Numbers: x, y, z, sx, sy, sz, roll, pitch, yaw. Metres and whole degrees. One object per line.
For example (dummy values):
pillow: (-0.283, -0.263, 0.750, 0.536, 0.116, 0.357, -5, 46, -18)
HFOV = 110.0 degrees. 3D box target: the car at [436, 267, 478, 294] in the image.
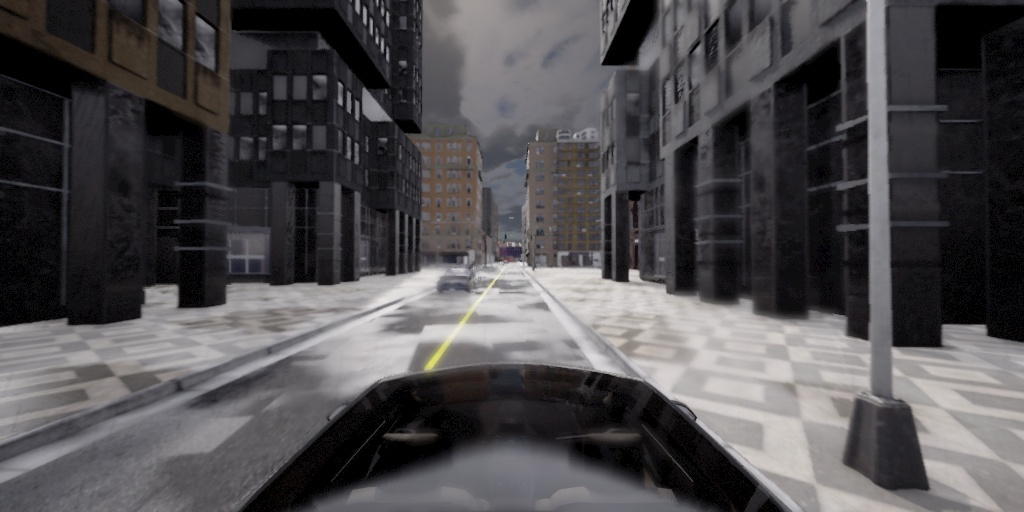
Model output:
car: (-3.107, 1.379, 21.240, 2.033, 1.411, 5.357, 0, 0, 0)
